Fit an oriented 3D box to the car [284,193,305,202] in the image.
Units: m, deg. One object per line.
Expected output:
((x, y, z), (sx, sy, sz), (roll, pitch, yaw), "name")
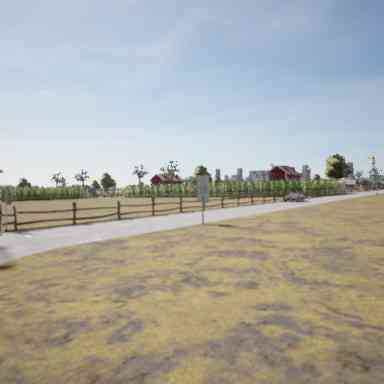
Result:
((15.171, 0.776, 49.068), (1.994, 1.385, 4.181), (0, 1, 36), "car")
